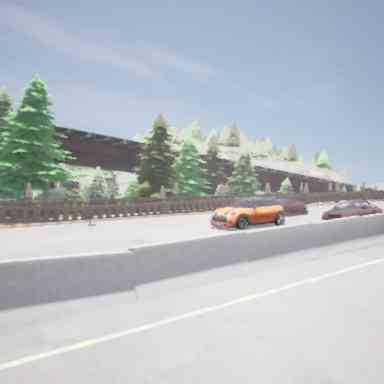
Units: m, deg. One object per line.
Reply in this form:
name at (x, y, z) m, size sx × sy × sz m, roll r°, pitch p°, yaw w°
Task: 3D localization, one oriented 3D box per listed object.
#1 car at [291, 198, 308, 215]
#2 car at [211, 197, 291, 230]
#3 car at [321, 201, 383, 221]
car at (7.275, 1.185, 26.374) m, size 4.181 × 1.385 × 1.994 m, roll -1°, pitch 1°, yaw -35°
car at (3.243, 1.118, 19.200) m, size 4.553 × 1.767 × 2.097 m, roll -1°, pitch 1°, yaw -35°
car at (9.361, 1.232, 19.264) m, size 4.181 × 1.385 × 1.994 m, roll -1°, pitch 1°, yaw -35°
